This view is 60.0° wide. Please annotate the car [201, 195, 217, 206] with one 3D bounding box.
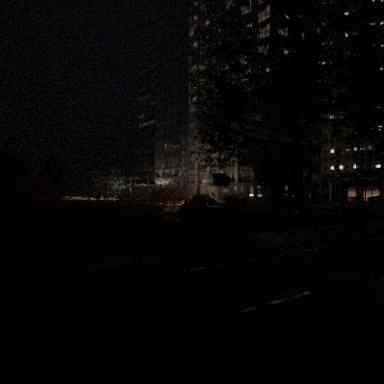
[{"bbox_3d":[1.878,1.189,50.737,2.097,1.767,4.553,1,0,-34],"label":"car"}]
